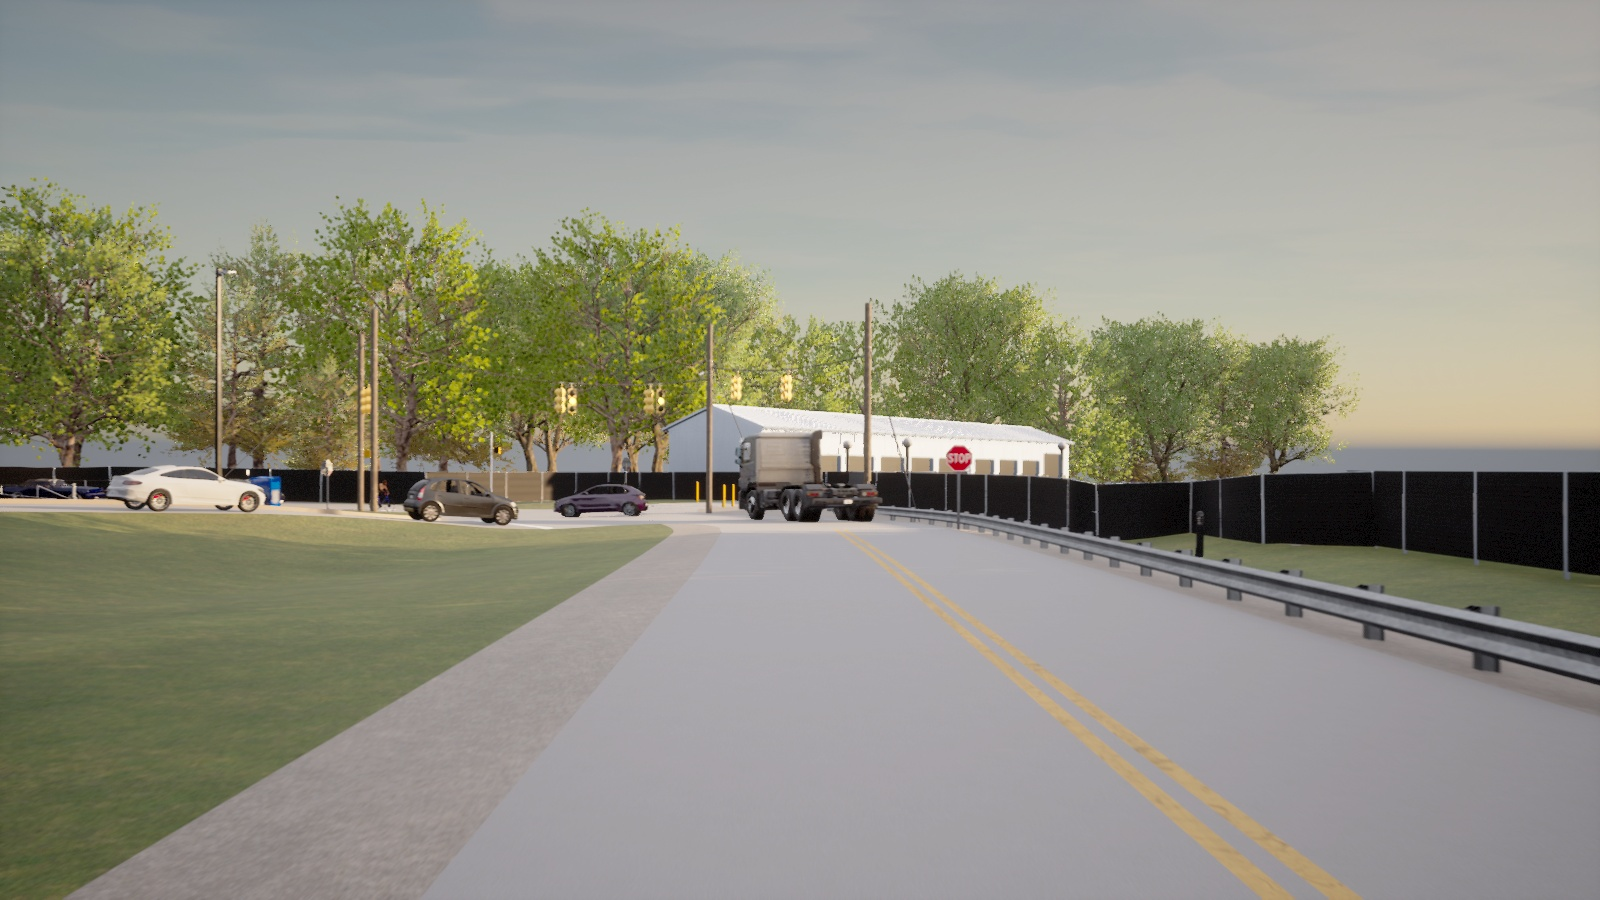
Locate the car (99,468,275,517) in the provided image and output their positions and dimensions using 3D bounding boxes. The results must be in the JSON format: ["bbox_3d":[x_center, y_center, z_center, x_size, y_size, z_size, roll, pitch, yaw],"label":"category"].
[{"bbox_3d":[-19.484,1.388,40.082,1.812,1.442,4.674,0,-2,39],"label":"car"}]

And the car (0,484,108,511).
[{"bbox_3d":[-39.435,2.510,66.322,4.718,1.301,1.895,0,0,-4],"label":"car"}]

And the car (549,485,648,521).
[{"bbox_3d":[-9.065,2.381,56.788,4.193,1.474,1.816,-2,-2,-2],"label":"car"}]

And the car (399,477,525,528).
[{"bbox_3d":[-12.365,1.918,46.034,3.988,1.617,1.851,5,-3,-33],"label":"car"}]

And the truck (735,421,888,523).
[{"bbox_3d":[0.234,0.890,46.788,2.891,3.462,7.936,0,-2,-21],"label":"truck"}]
